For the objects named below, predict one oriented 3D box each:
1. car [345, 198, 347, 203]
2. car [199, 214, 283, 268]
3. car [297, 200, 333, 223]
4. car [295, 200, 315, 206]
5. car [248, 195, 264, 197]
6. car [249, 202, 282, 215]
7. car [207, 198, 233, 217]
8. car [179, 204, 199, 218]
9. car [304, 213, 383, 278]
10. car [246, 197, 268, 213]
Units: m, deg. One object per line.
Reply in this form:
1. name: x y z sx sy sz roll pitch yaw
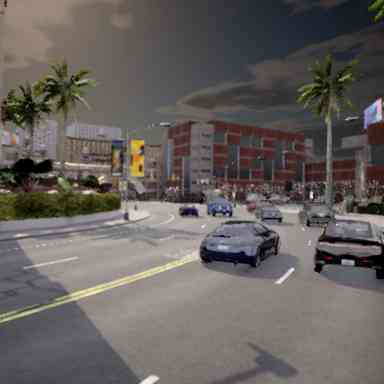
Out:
1. car: 32.010 2.543 67.504 2.002 1.452 4.674 1 -1 -31
2. car: 1.868 1.718 12.086 1.994 1.385 4.181 1 -1 27
3. car: 9.831 1.761 26.609 2.097 1.767 4.553 1 -1 8
4. car: 28.955 2.852 85.451 1.895 1.301 4.718 1 -1 -31
5. car: 13.571 2.237 75.929 2.185 1.767 4.553 1 -1 -31
6. car: 6.823 1.956 30.066 2.033 1.411 5.357 1 -1 2
7. car: 3.034 1.653 37.339 2.150 2.045 5.566 1 -1 -7
8. car: -0.365 1.978 35.533 1.895 1.301 4.718 1 -1 -4
9. car: 5.162 1.675 10.952 2.128 1.511 4.902 1 -1 26
10. car: 8.716 1.925 43.212 2.097 1.767 4.553 1 -1 -13
